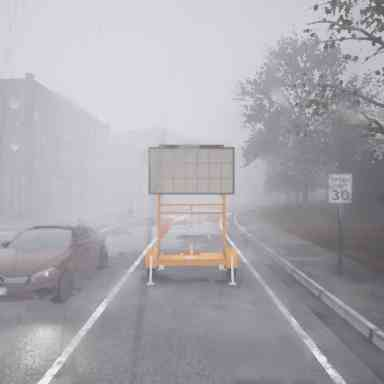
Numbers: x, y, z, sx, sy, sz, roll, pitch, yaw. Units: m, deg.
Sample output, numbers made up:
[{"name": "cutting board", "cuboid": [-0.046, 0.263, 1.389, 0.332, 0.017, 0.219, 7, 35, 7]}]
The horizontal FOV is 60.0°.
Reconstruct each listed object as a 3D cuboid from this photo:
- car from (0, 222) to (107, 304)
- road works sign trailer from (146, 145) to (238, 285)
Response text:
[{"name": "car", "cuboid": [-3.452, 1.529, 8.315, 1.812, 1.442, 4.674, 0, 0, 0]}, {"name": "road works sign trailer", "cuboid": [-0.011, 0.468, 9.469, 2.380, 3.560, 2.880, 0, 0, 0]}]
